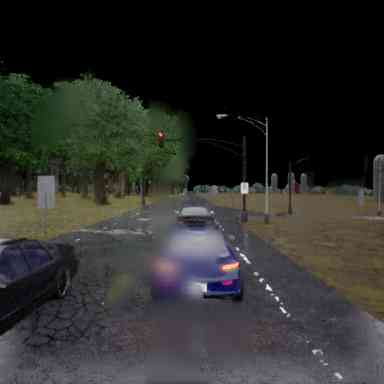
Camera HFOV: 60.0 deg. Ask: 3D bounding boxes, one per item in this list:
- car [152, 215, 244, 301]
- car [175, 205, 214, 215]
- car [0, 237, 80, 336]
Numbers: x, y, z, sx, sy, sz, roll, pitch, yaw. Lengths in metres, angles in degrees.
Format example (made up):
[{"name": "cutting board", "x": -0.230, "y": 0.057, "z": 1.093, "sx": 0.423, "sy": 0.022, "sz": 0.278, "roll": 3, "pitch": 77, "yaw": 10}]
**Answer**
[{"name": "car", "x": 0.122, "y": 1.515, "z": 8.152, "sx": 1.812, "sy": 1.442, "sz": 4.674, "roll": 0, "pitch": 0, "yaw": 0}, {"name": "car", "x": 0.138, "y": 1.430, "z": 17.431, "sx": 1.882, "sy": 1.535, "sz": 5.008, "roll": 0, "pitch": 0, "yaw": 0}, {"name": "car", "x": -3.578, "y": 1.542, "z": 5.641, "sx": 2.033, "sy": 1.411, "sz": 5.357, "roll": 0, "pitch": 0, "yaw": 0}]
